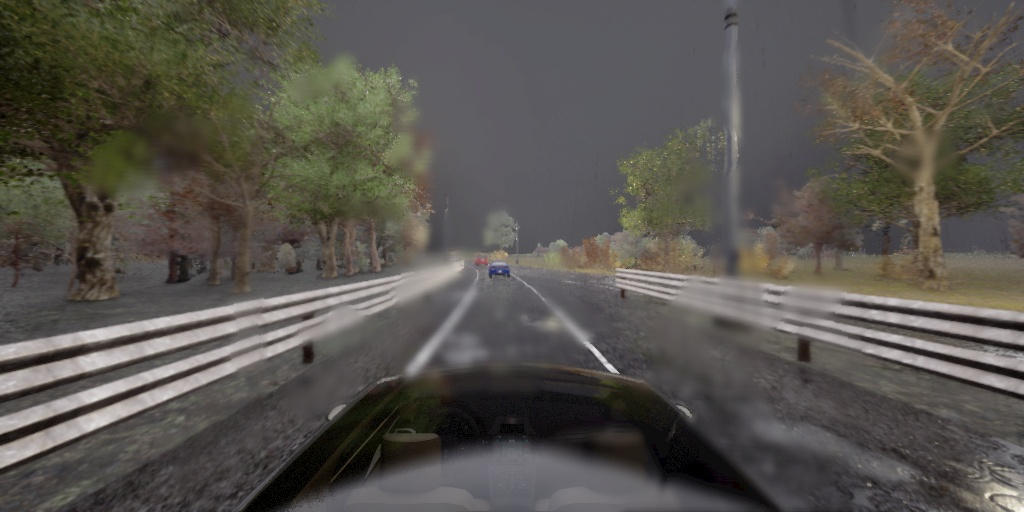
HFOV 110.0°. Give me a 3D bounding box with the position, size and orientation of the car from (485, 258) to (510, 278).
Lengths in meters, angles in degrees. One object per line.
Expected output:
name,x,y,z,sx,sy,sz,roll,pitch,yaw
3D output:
car,-1.310,1.230,34.627,1.882,1.535,5.008,0,0,-5
